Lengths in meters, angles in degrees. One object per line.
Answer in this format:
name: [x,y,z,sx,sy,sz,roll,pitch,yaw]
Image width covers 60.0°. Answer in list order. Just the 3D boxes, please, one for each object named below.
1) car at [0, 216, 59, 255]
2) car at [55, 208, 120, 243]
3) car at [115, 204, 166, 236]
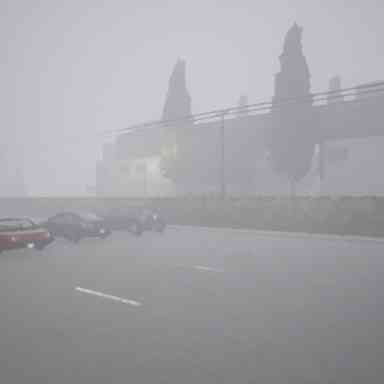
car: [-7.842,1.736,13.749,4.718,1.301,1.895,-1,0,36]
car: [-6.033,1.663,16.762,4.674,1.442,1.812,0,0,36]
car: [-3.763,1.485,19.439,4.553,1.767,2.097,-1,-1,36]
